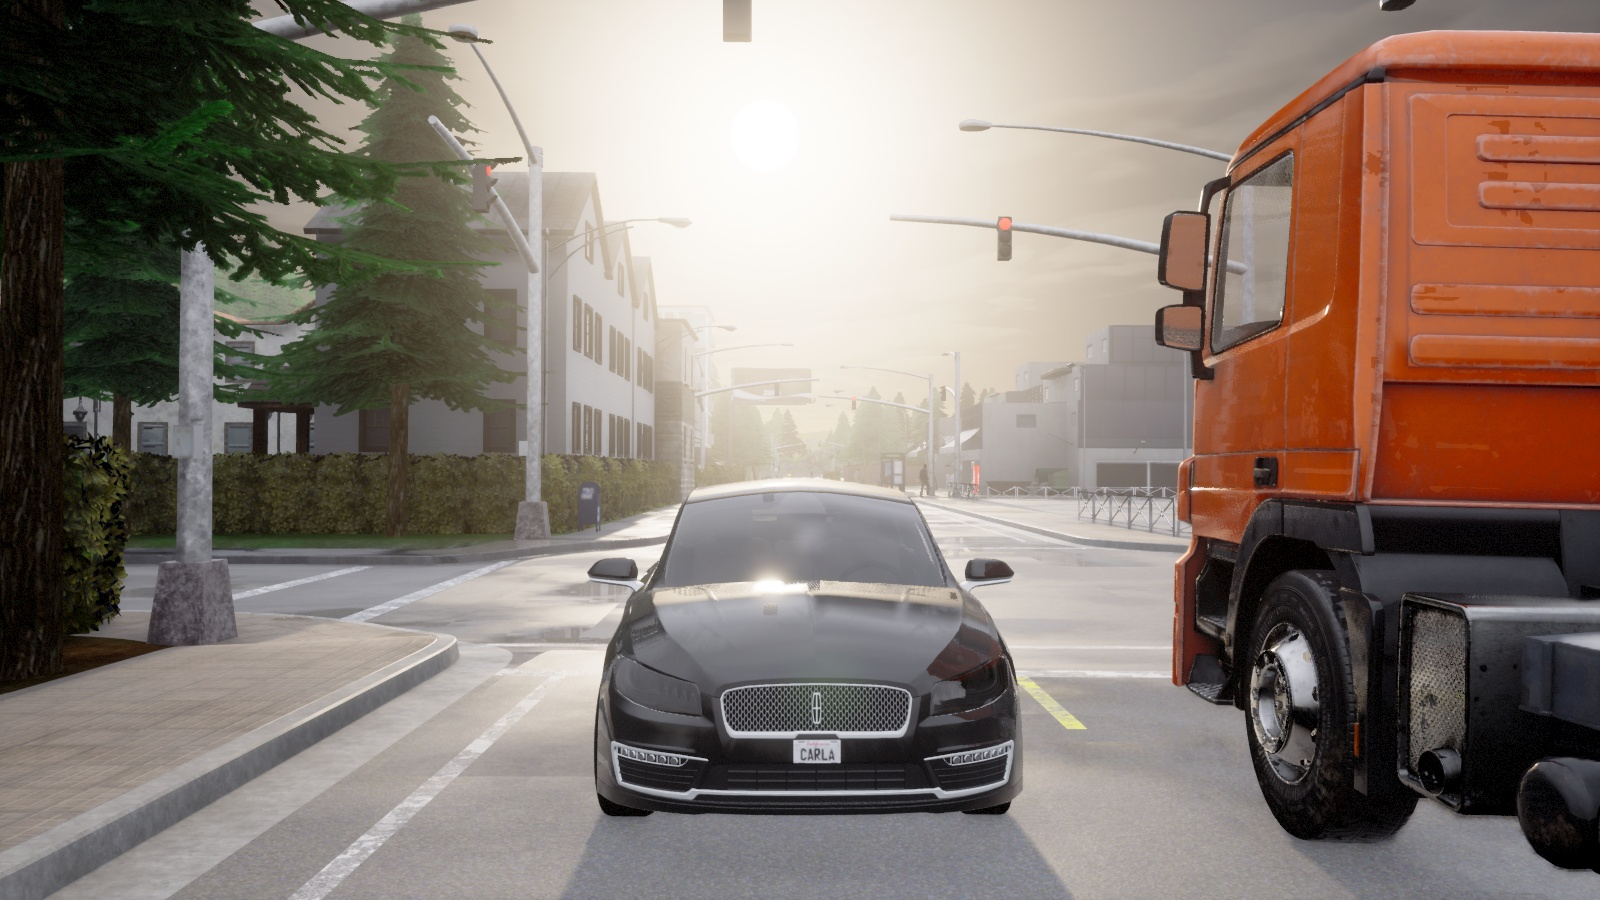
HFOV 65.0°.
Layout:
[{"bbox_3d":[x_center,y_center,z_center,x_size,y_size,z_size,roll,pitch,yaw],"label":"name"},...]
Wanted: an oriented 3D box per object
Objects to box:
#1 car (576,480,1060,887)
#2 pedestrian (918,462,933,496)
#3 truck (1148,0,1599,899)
[{"bbox_3d":[-0.006,0.941,7.222,1.837,1.490,4.892,0,-1,-2],"label":"car"},{"bbox_3d":[6.775,1.578,67.922,0.703,1.840,0.431,1,-1,-45],"label":"pedestrian"},{"bbox_3d":[3.467,-0.063,3.129,2.891,3.462,7.936,1,0,0],"label":"truck"}]
